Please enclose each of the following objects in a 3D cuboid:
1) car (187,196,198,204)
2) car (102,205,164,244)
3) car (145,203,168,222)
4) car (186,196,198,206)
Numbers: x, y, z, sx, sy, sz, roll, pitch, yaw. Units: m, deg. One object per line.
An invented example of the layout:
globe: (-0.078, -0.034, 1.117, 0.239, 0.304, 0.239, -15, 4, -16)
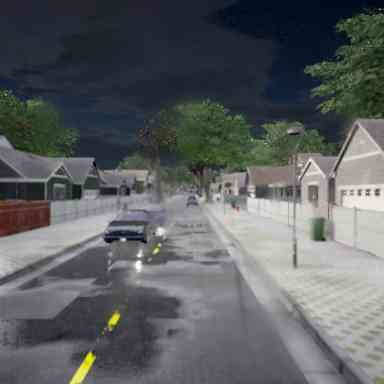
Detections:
car: (0.014, 1.522, 64.673, 2.033, 1.411, 5.357, 0, 0, 0)
car: (-2.779, 1.554, 16.146, 2.033, 1.411, 5.357, 0, 0, 0)
car: (-2.744, 1.539, 23.466, 1.812, 1.442, 4.674, 0, 0, 0)
car: (0.012, 1.530, 54.255, 2.033, 1.411, 5.357, 0, 0, 0)
